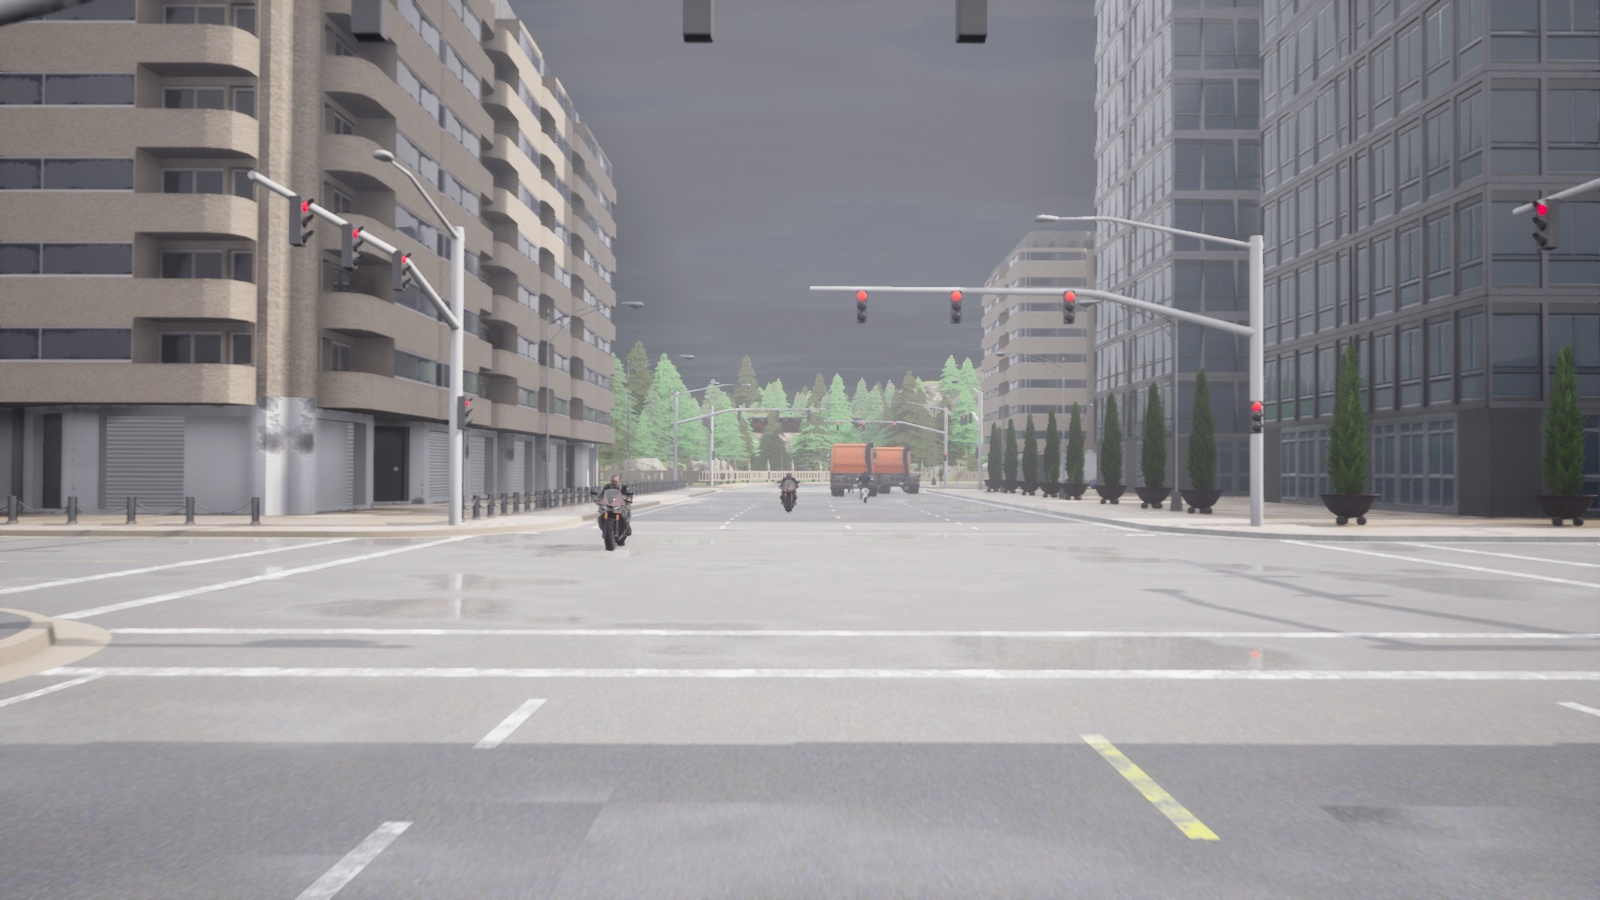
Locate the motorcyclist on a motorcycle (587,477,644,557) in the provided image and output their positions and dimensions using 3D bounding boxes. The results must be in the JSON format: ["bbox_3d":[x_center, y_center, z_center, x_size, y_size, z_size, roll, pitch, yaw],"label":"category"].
[{"bbox_3d":[-3.730,1.320,25.499,0.866,1.530,2.191,0,-1,-1],"label":"motorcyclist on a motorcycle"}]

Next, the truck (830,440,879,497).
[{"bbox_3d":[3.415,1.168,80.564,2.891,3.462,7.936,0,-1,1],"label":"truck"}]

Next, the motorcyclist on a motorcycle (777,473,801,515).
[{"bbox_3d":[-0.411,1.648,47.610,0.866,1.530,2.191,0,-1,0],"label":"motorcyclist on a motorcycle"}]

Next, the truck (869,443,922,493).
[{"bbox_3d":[6.886,1.341,91.848,2.891,3.462,7.936,0,-1,-3],"label":"truck"}]
